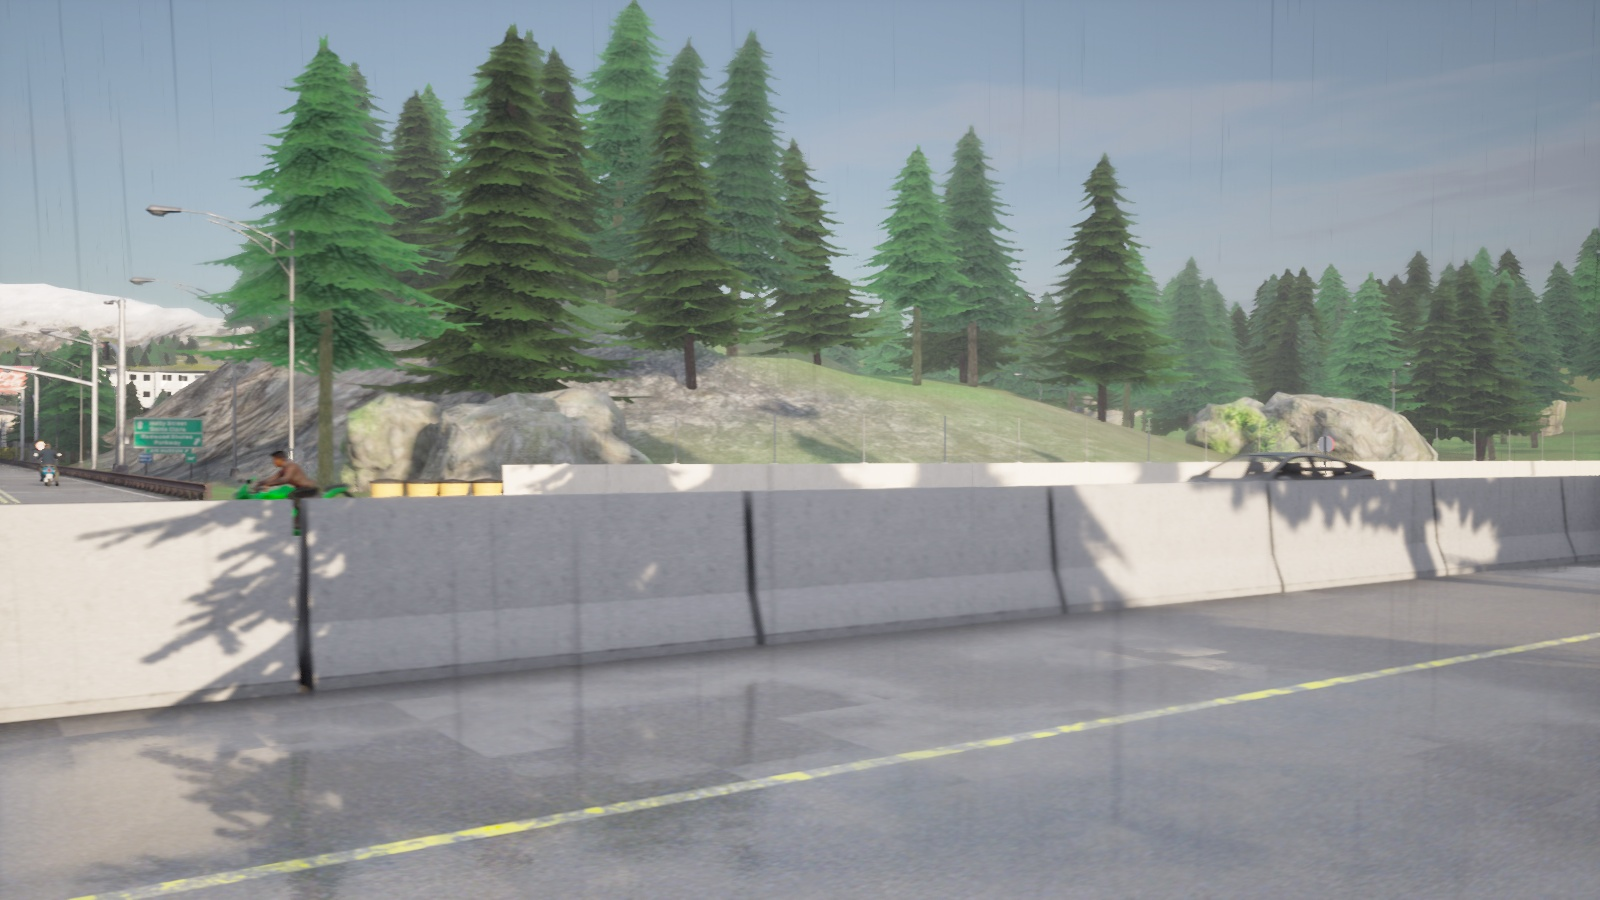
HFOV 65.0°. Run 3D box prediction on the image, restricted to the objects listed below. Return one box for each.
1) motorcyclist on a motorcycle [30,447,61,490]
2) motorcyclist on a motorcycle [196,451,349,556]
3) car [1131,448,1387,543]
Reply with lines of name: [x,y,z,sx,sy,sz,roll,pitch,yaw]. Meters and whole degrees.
motorcyclist on a motorcycle: [-27.983,0.676,46.566,0.866,1.590,1.817,0,0,-34]
motorcyclist on a motorcycle: [-8.106,0.790,19.338,2.044,1.523,0.797,-1,0,-35]
car: [8.131,0.729,22.111,4.514,1.525,2.007,0,0,-35]
